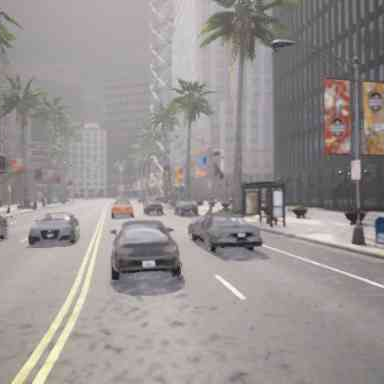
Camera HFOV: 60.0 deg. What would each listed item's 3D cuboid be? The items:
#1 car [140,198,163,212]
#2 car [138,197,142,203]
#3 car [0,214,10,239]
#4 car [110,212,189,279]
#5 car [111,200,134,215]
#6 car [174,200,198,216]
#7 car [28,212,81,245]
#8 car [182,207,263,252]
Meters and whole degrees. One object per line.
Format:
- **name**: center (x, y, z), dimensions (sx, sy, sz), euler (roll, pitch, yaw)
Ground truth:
- **car**: center (-4.459, 1.711, 37.717), dimensions (1.837, 1.490, 4.892), euler (-1, 0, -14)
- **car**: center (-12.575, 2.003, 84.697), dimensions (2.161, 1.482, 4.786), euler (-1, 0, -14)
- **car**: center (-9.984, 1.664, 15.375), dimensions (2.128, 1.511, 4.902), euler (-1, 0, -14)
- **car**: center (-1.511, 1.586, 10.292), dimensions (1.812, 1.442, 4.674), euler (0, 0, -12)
- **car**: center (-7.159, 1.572, 34.021), dimensions (2.097, 1.767, 4.553), euler (-1, 0, -14)
- **car**: center (-0.666, 1.634, 34.794), dimensions (2.231, 1.521, 4.892), euler (-1, 0, -14)
- **car**: center (-6.630, 1.705, 16.398), dimensions (1.994, 1.385, 4.181), euler (-1, 0, -14)
- **car**: center (1.207, 1.595, 14.289), dimensions (2.033, 1.411, 5.357), euler (-1, 0, -13)
